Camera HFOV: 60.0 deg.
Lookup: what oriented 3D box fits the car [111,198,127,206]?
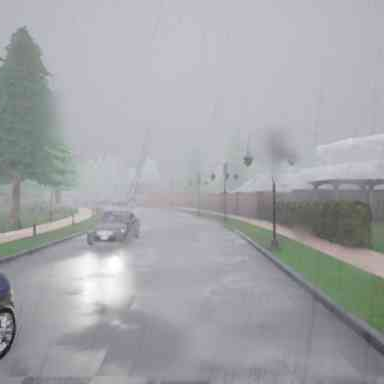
[{"bbox_3d":[-15.177,2.117,69.033,2.097,1.767,4.553,0,-1,-33],"label":"car"}]

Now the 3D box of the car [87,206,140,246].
[{"bbox_3d":[-3.709,1.673,16.381,2.128,1.511,4.902,0,-1,-1],"label":"car"}]

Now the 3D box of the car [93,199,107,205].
[{"bbox_3d":[-21.593,2.363,78.129,1.837,1.490,4.892,0,-1,-39],"label":"car"}]

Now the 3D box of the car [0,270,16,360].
[{"bbox_3d":[-3.610,1.387,2.951,2.097,1.767,4.553,0,-1,0],"label":"car"}]
